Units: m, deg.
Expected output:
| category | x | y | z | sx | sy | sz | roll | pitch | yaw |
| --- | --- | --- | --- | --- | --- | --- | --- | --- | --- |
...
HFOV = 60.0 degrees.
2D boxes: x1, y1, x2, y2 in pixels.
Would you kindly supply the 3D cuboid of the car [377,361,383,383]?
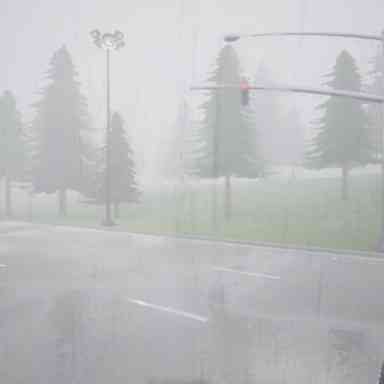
| category | x | y | z | sx | sy | sz | roll | pitch | yaw |
| --- | --- | --- | --- | --- | --- | --- | --- | --- | --- |
| car | 3.548 | 1.504 | 1.461 | 4.892 | 1.490 | 1.837 | 0 | 0 | 36 |
